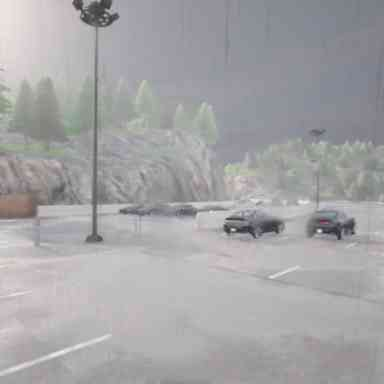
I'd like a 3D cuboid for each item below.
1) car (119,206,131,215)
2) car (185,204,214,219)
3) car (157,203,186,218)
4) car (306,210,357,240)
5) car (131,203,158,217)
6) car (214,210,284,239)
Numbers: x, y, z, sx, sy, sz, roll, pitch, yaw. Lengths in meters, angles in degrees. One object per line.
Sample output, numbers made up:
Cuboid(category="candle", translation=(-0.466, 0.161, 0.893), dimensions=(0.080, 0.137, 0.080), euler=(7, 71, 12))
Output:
Cuboid(category="car", translation=(-6.511, 2.125, 40.992), dimensions=(2.033, 1.411, 5.357), euler=(0, -1, 35))
Cuboid(category="car", translation=(1.945, 2.067, 34.768), dimensions=(2.033, 1.411, 5.357), euler=(0, -1, 35))
Cuboid(category="car", translation=(-1.215, 2.037, 36.402), dimensions=(1.837, 1.490, 4.892), euler=(0, -1, 35))
Cuboid(category="car", translation=(8.154, 1.822, 19.328), dimensions=(1.837, 1.490, 4.892), euler=(0, -1, 38))
Cuboid(category="car", translation=(-4.261, 2.051, 38.142), dimensions=(1.837, 1.490, 4.892), euler=(0, -1, 35))
Cuboid(category="car", translation=(3.680, 1.792, 19.311), dimensions=(2.128, 1.511, 4.902), euler=(0, -1, 39))
